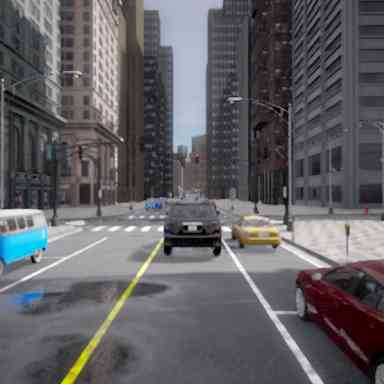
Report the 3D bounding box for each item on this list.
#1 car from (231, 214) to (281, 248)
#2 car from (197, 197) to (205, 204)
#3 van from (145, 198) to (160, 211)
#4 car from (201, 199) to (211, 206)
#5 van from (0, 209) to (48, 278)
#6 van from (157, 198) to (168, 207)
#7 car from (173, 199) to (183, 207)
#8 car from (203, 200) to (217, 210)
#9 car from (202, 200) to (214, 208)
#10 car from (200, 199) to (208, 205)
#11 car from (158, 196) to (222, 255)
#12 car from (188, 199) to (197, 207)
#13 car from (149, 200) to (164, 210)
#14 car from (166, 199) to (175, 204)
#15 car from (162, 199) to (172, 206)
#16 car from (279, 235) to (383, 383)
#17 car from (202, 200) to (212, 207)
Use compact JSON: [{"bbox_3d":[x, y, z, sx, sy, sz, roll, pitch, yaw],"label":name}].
[{"bbox_3d":[2.790,1.673,15.292,1.752,1.417,4.829,0,-1,0],"label":"car"},{"bbox_3d":[2.531,2.283,91.802,2.097,1.767,4.553,0,-1,0],"label":"car"},{"bbox_3d":[-5.705,1.810,47.722,1.690,1.788,3.998,0,-1,0],"label":"van"},{"bbox_3d":[2.882,2.226,69.958,1.752,1.417,4.829,0,-1,0],"label":"car"},{"bbox_3d":[-5.750,1.434,9.739,1.690,1.788,3.998,0,-1,0],"label":"van"},{"bbox_3d":[-5.677,1.982,64.295,1.690,1.788,3.998,0,-1,0],"label":"van"},{"bbox_3d":[-2.892,2.215,69.033,1.812,1.442,4.674,0,0,0],"label":"car"},{"bbox_3d":[2.860,2.070,53.213,1.887,1.381,4.507,0,-1,0],"label":"car"},{"bbox_3d":[2.867,2.128,58.738,1.887,1.381,4.507,0,-1,0],"label":"car"},{"bbox_3d":[2.897,2.360,80.838,1.887,1.381,4.507,0,-1,0],"label":"car"},{"bbox_3d":[0.025,1.351,14.020,2.150,2.045,5.566,0,0,0],"label":"car"},{"bbox_3d":[0.110,2.150,67.284,1.882,1.535,5.008,0,0,0],"label":"car"},{"bbox_3d":[-5.695,2.070,53.244,1.887,1.381,4.507,0,-1,0],"label":"car"},{"bbox_3d":[-5.638,2.424,86.392,2.008,1.369,4.403,0,-1,0],"label":"car"},{"bbox_3d":[-5.657,2.339,75.343,1.802,1.307,4.206,0,-1,0],"label":"car"},{"bbox_3d":[2.767,1.589,4.542,1.887,1.381,4.507,0,-1,0],"label":"car"},{"bbox_3d":[2.875,2.186,64.263,1.887,1.381,4.507,0,-1,0],"label":"car"}]
